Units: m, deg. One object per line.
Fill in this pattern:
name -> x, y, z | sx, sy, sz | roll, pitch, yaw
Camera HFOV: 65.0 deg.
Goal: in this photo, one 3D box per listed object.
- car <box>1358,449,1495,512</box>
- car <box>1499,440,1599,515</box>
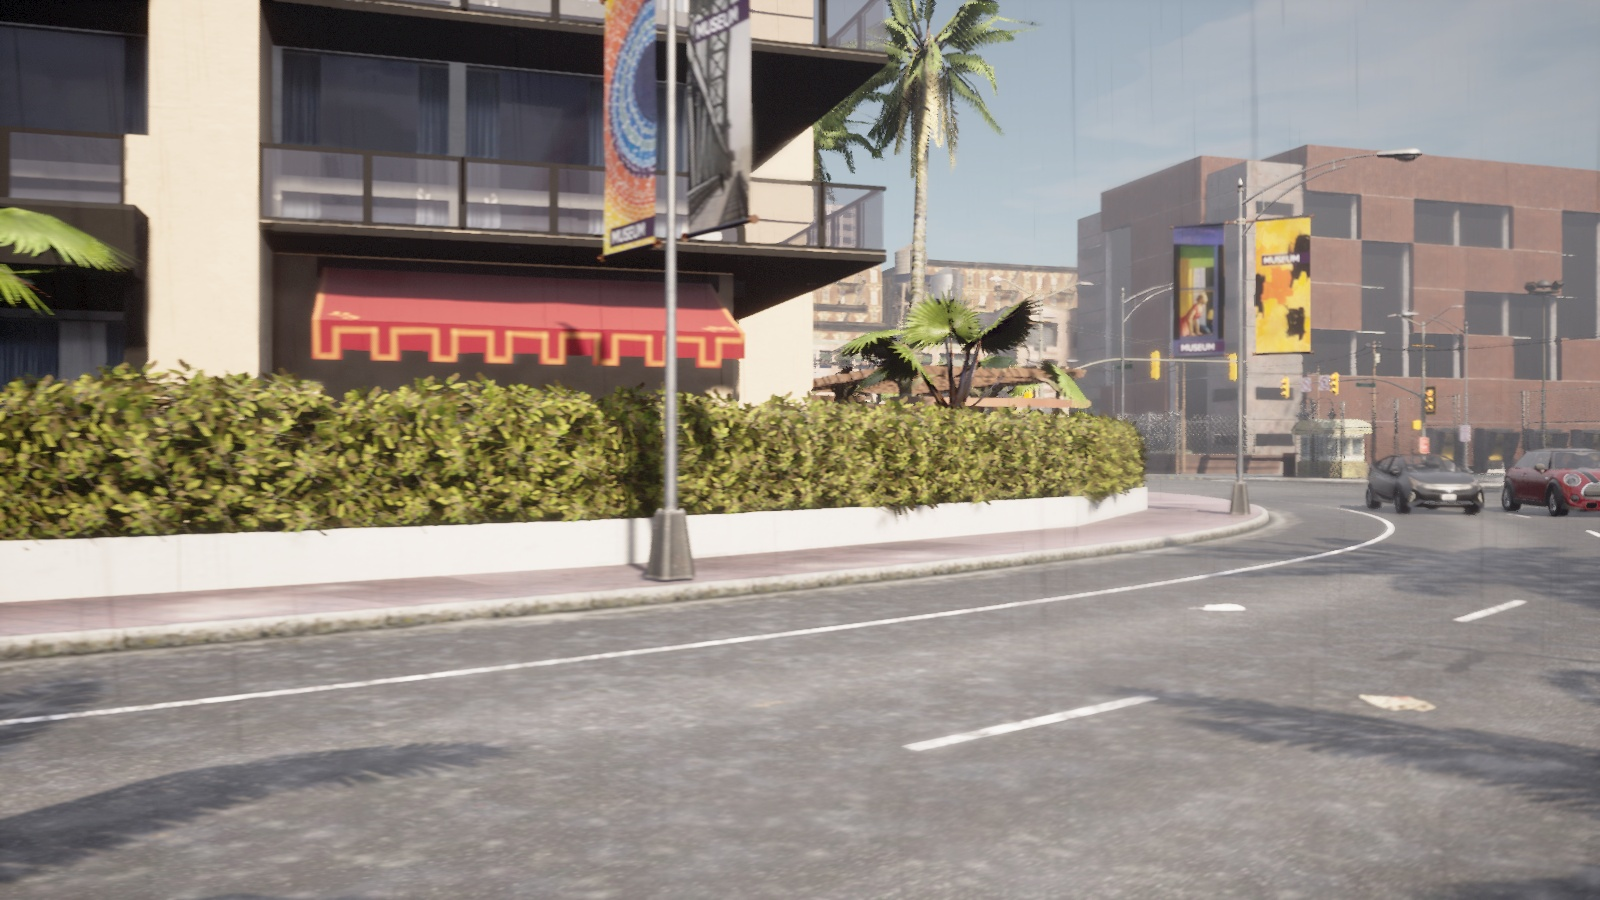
car -> 16.227, 0.753, 32.781 | 2.007, 1.525, 4.514 | 0, 0, 10
car -> 19.534, 0.652, 31.547 | 2.097, 1.767, 4.553 | 0, 0, 11
